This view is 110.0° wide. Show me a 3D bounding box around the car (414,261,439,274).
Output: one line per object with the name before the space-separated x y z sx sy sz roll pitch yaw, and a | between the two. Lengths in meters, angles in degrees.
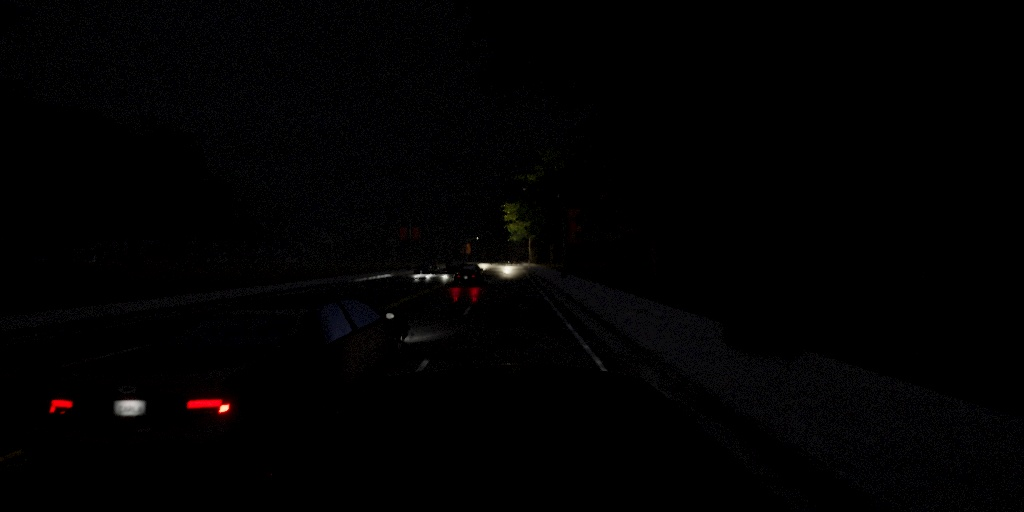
car | -9.825 1.332 41.425 2.033 1.411 5.357 0 0 0

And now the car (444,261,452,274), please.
car | -6.572 1.262 41.372 1.882 1.535 5.008 0 0 0

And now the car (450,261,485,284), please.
car | -3.153 1.287 26.708 1.812 1.442 4.674 0 0 0

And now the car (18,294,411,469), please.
car | -3.147 1.296 5.463 2.033 1.411 5.357 0 0 0
